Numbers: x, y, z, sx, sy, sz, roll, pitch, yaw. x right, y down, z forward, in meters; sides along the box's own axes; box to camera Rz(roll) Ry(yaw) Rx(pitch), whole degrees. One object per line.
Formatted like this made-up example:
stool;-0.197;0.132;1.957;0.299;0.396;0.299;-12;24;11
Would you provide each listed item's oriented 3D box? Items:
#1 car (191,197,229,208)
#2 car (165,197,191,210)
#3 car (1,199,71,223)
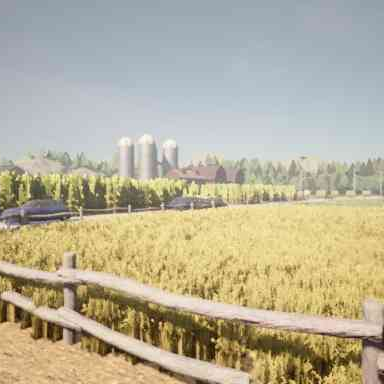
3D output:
car;2.418;1.489;37.487;2.128;1.511;4.902;0;0;35
car;-1.073;1.347;38.197;2.097;1.767;4.553;0;0;36
car;-11.176;1.350;24.018;2.097;1.767;4.553;0;0;35
